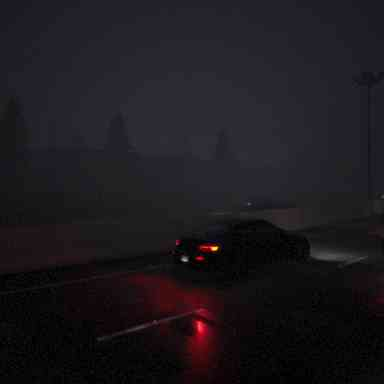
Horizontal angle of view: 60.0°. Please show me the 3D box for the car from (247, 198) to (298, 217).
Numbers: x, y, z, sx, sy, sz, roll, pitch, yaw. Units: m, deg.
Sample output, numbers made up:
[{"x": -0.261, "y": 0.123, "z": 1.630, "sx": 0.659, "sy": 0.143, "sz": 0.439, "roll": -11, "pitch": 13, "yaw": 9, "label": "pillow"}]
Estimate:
[{"x": 7.396, "y": 1.314, "z": 30.150, "sx": 2.033, "sy": 1.411, "sz": 5.357, "roll": 0, "pitch": 0, "yaw": 44, "label": "car"}]

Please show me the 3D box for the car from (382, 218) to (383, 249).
[{"x": 7.876, "y": 1.478, "z": 10.627, "sx": 4.718, "sy": 1.301, "sz": 1.895, "roll": -1, "pitch": 0, "yaw": -43, "label": "car"}]

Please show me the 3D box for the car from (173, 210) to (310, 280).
[{"x": 1.574, "y": 1.457, "z": 9.738, "sx": 4.674, "sy": 1.442, "sz": 1.812, "roll": -1, "pitch": 1, "yaw": -40, "label": "car"}]

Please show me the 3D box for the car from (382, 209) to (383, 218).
[{"x": 14.244, "y": 1.113, "z": 21.894, "sx": 2.097, "sy": 1.767, "sz": 4.553, "roll": 0, "pitch": 0, "yaw": 45, "label": "car"}]
